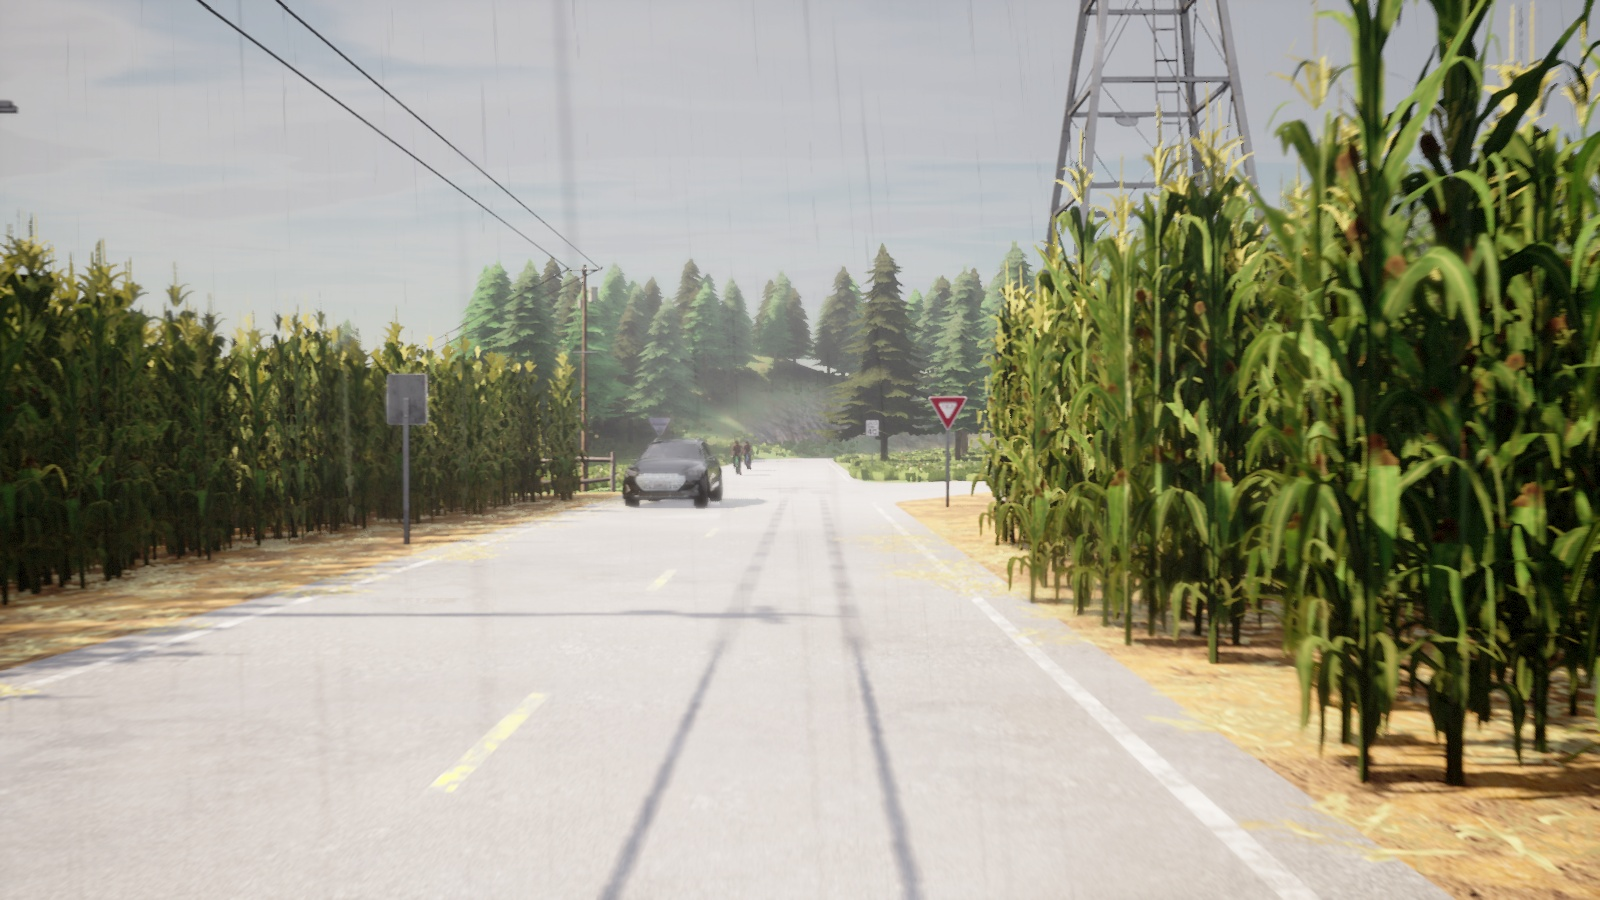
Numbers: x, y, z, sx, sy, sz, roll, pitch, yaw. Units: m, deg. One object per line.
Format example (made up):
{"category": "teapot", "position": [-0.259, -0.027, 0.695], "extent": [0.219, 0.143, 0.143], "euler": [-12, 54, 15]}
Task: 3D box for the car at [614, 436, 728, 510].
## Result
{"category": "car", "position": [-3.030, 0.502, 30.555], "extent": [2.033, 1.649, 4.856], "euler": [0, 0, 3]}
